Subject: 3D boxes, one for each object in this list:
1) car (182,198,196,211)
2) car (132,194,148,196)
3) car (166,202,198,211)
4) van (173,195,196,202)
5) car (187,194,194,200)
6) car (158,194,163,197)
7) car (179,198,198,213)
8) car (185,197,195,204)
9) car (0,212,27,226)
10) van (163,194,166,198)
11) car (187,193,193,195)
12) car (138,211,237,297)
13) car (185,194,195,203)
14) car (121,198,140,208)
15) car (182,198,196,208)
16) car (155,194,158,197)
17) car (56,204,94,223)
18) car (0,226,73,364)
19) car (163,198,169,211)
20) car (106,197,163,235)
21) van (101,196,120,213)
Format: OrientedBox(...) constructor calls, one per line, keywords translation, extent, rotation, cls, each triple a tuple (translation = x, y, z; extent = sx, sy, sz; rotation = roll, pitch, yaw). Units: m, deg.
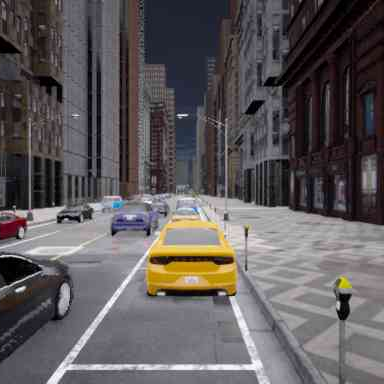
OrientedBox(translation=(-0.385, 1.541, 42.814), extent=(1.752, 1.417, 4.829), rotation=(0, 0, 0), cls="car")
OrientedBox(translation=(-8.911, 1.337, 53.906), extent=(2.192, 1.841, 5.009), rotation=(0, 0, 0), cls="car")
OrientedBox(translation=(-0.385, 1.530, 20.269), extent=(1.752, 1.417, 4.829), rotation=(0, 0, 0), cls="car")
OrientedBox(translation=(-0.386, 1.348, 25.735), extent=(1.690, 1.788, 3.998), rotation=(0, 0, 0), cls="van")
OrientedBox(translation=(-0.386, 1.484, 93.370), extent=(1.967, 1.590, 4.097), rotation=(0, 0, 0), cls="car")
OrientedBox(translation=(-8.911, 1.477, 82.090), extent=(1.967, 1.590, 4.097), rotation=(0, 0, 0), cls="car")
OrientedBox(translation=(-0.386, 1.453, 37.008), extent=(1.967, 1.590, 4.097), rotation=(0, 0, 0), cls="car")
OrientedBox(translation=(-0.385, 1.594, 65.189), extent=(1.947, 1.339, 4.313), rotation=(0, 0, 0), cls="car")
OrientedBox(translation=(-8.910, 1.547, 14.449), extent=(1.887, 1.381, 4.507), rotation=(0, 0, 0), cls="car")
OrientedBox(translation=(-8.911, 1.385, 93.363), extent=(1.690, 1.788, 3.998), rotation=(0, 0, 0), cls="van")
OrientedBox(translation=(-0.386, 1.465, 59.552), extent=(1.967, 1.590, 4.097), rotation=(0, 0, 0), cls="car")
OrientedBox(translation=(-0.006, 1.478, 8.650), extent=(1.882, 1.535, 5.008), rotation=(0, 0, 0), cls="car")
OrientedBox(translation=(-0.386, 1.346, 70.826), extent=(2.192, 1.841, 5.009), rotation=(0, 0, 0), cls="car")
OrientedBox(translation=(-8.910, 1.585, 48.269), extent=(1.947, 1.339, 4.313), rotation=(0, 0, 0), cls="car")
OrientedBox(translation=(-0.385, 1.569, 48.280), extent=(2.008, 1.369, 4.403), rotation=(0, 0, 0), cls="car")
OrientedBox(translation=(-8.911, 1.471, 70.817), extent=(1.967, 1.590, 4.097), rotation=(0, 0, 0), cls="car")
OrientedBox(translation=(-8.910, 1.573, 25.722), extent=(1.947, 1.339, 4.313), rotation=(0, 0, 0), cls="car")
OrientedBox(translation=(-3.144, 1.506, 4.367), extent=(1.837, 1.490, 4.892), rotation=(0, 0, 0), cls="car")
OrientedBox(translation=(-3.123, 1.558, 31.784), extent=(2.033, 1.411, 5.357), rotation=(0, 0, 0), cls="car")
OrientedBox(translation=(-3.099, 1.355, 18.863), extent=(2.097, 1.767, 4.553), rotation=(0, 0, 1), cls="car")
OrientedBox(translation=(-8.911, 1.354, 36.996), extent=(1.690, 1.788, 3.998), rotation=(0, 0, 0), cls="van")
